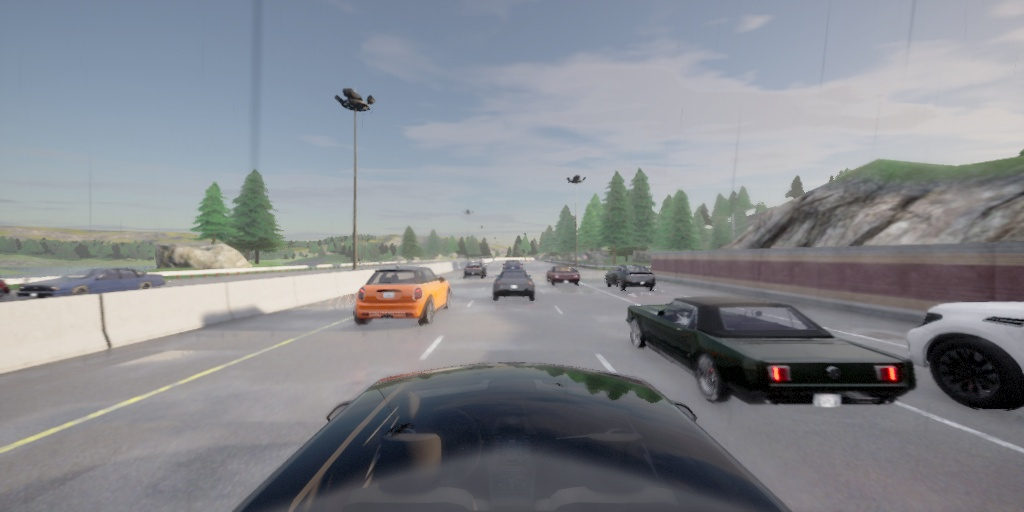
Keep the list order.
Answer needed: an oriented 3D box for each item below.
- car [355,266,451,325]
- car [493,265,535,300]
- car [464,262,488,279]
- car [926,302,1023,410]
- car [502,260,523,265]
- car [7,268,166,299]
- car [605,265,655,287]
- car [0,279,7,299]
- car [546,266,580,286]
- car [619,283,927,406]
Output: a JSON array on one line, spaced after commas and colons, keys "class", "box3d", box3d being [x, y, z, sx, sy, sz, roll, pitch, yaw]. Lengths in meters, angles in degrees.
[{"class": "car", "box3d": [-3.404, 1.120, 12.046, 2.097, 1.767, 4.553, 0, 0, 0]}, {"class": "car", "box3d": [0.093, 1.344, 18.064, 1.994, 1.385, 4.181, 0, 0, 0]}, {"class": "car", "box3d": [-3.413, 1.301, 33.949, 2.128, 1.511, 4.902, 0, 0, 0]}, {"class": "car", "box3d": [7.098, 0.972, 3.012, 2.150, 2.045, 5.566, 0, 0, 0]}, {"class": "car", "box3d": [0.087, 1.166, 36.856, 2.097, 1.767, 4.553, 0, 0, 0]}, {"class": "car", "box3d": [-21.007, 1.325, 18.403, 2.033, 1.411, 5.357, 0, 0, 0]}, {"class": "car", "box3d": [7.092, 1.278, 21.914, 2.128, 1.511, 4.902, 0, 0, 0]}, {"class": "car", "box3d": [-24.540, 1.335, 15.000, 1.994, 1.385, 4.181, 0, 0, 1]}, {"class": "car", "box3d": [3.591, 1.396, 25.938, 1.895, 1.301, 4.718, 0, 0, 0]}, {"class": "car", "box3d": [3.596, 1.360, 6.306, 1.895, 1.301, 4.718, 0, 0, 0]}]
